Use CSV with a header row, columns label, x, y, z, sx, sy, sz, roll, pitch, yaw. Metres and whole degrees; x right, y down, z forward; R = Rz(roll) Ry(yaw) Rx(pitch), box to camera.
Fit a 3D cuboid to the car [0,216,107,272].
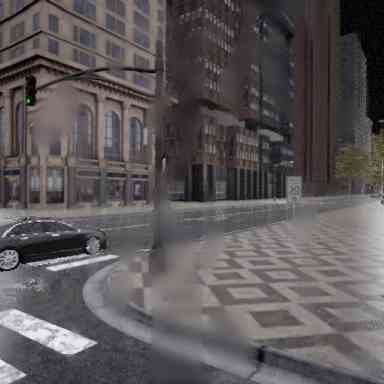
label,x,y,z,sx,sy,sz,roll,pitch,yaw
car,-5.031,1.568,10.930,1.837,1.490,4.892,0,0,35
